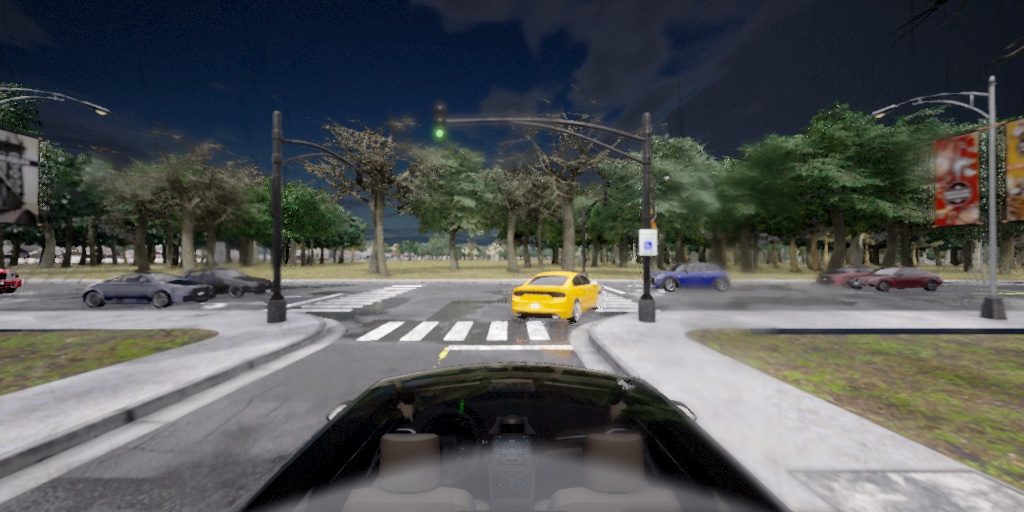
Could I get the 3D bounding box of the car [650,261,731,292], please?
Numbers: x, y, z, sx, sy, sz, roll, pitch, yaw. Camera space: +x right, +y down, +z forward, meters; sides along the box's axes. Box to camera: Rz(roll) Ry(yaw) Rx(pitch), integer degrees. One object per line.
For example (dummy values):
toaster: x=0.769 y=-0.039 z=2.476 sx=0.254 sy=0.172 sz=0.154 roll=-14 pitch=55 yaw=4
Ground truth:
car: x=10.573 y=1.197 z=21.772 sx=4.553 sy=1.767 sz=2.097 roll=0 pitch=0 yaw=0

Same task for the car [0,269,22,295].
car: x=-28.495 y=1.018 z=18.018 sx=5.566 sy=2.045 sz=2.150 roll=0 pitch=0 yaw=0

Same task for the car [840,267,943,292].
car: x=23.307 y=1.389 z=21.873 sx=4.674 sy=1.442 sz=1.812 roll=-1 pitch=0 yaw=0

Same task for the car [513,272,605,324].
car: x=1.771 y=1.280 z=12.453 sx=1.882 sy=1.535 sz=5.008 roll=-1 pitch=-1 yaw=27

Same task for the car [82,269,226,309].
car: x=-14.877 y=1.359 z=14.873 sx=4.181 sy=1.385 sz=1.994 roll=0 pitch=0 yaw=0

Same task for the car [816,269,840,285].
car: x=23.904 y=1.434 z=25.127 sx=4.181 sy=1.385 sz=1.994 roll=0 pitch=0 yaw=0

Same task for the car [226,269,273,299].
car: x=-14.853 y=1.354 z=18.147 sx=5.357 sy=1.411 sz=2.033 roll=0 pitch=0 yaw=3
